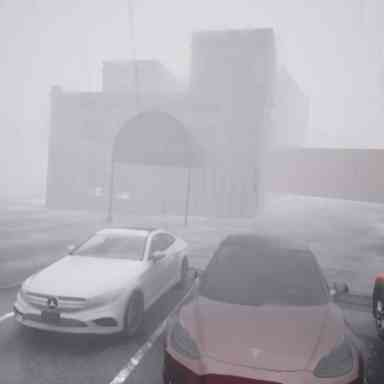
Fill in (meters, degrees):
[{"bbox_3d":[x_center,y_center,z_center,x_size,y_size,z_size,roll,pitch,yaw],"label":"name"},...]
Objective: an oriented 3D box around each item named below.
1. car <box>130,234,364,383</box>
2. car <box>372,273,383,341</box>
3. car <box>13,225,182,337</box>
[{"bbox_3d":[1.091,1.480,5.092,2.163,1.488,4.792,1,0,14],"label":"car"},{"bbox_3d":[3.532,1.359,3.442,2.185,1.767,4.553,1,0,14],"label":"car"},{"bbox_3d":[-1.349,1.456,6.771,2.002,1.452,4.674,1,0,14],"label":"car"}]
